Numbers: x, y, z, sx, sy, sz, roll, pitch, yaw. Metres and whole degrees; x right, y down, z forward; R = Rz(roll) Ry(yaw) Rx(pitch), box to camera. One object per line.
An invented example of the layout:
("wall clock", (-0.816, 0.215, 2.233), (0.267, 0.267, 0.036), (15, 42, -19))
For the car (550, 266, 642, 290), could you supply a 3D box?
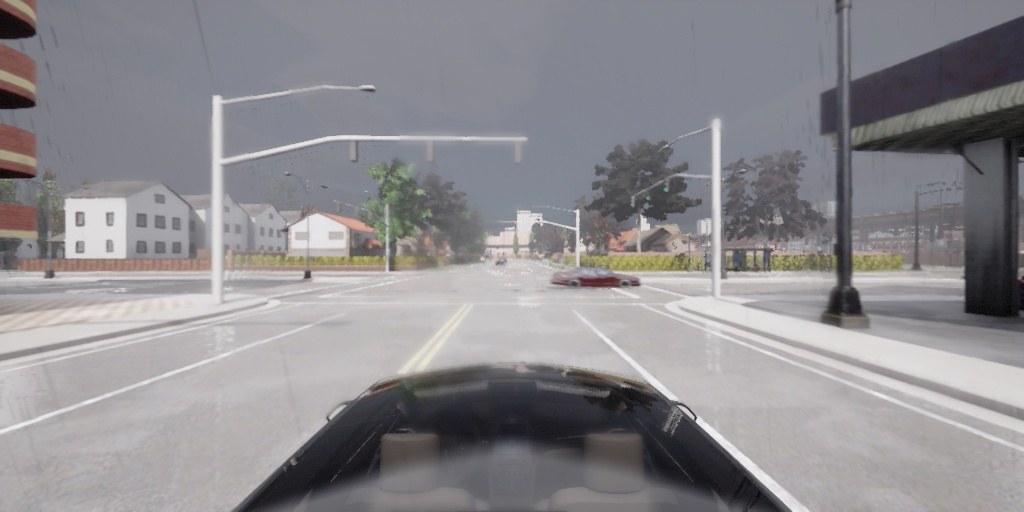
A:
("car", (5.017, 1.338, 21.977), (5.357, 1.411, 2.033), (0, 0, 1))
